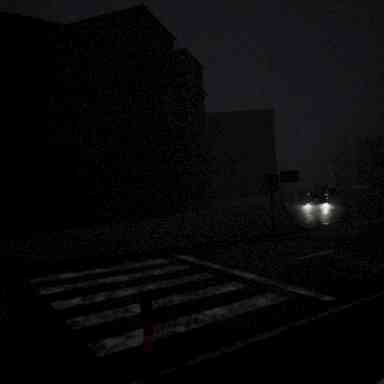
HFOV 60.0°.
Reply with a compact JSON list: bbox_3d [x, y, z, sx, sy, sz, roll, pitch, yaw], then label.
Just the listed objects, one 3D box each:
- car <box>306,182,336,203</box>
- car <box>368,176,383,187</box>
[{"bbox_3d":[12.229,-0.001,31.485,2.097,1.767,4.553,-2,3,32],"label":"car"},{"bbox_3d":[26.444,-1.450,45.182,1.882,1.535,5.008,-6,4,-21],"label":"car"}]
